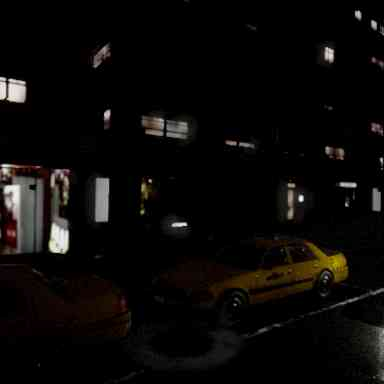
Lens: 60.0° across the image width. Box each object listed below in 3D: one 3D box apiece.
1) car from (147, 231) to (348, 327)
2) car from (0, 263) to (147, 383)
[{"bbox_3d":[1.414,1.558,7.063,4.829,1.417,1.752,0,0,-35],"label":"car"},{"bbox_3d":[-3.127,1.522,3.847,4.829,1.417,1.752,0,0,-35],"label":"car"}]
